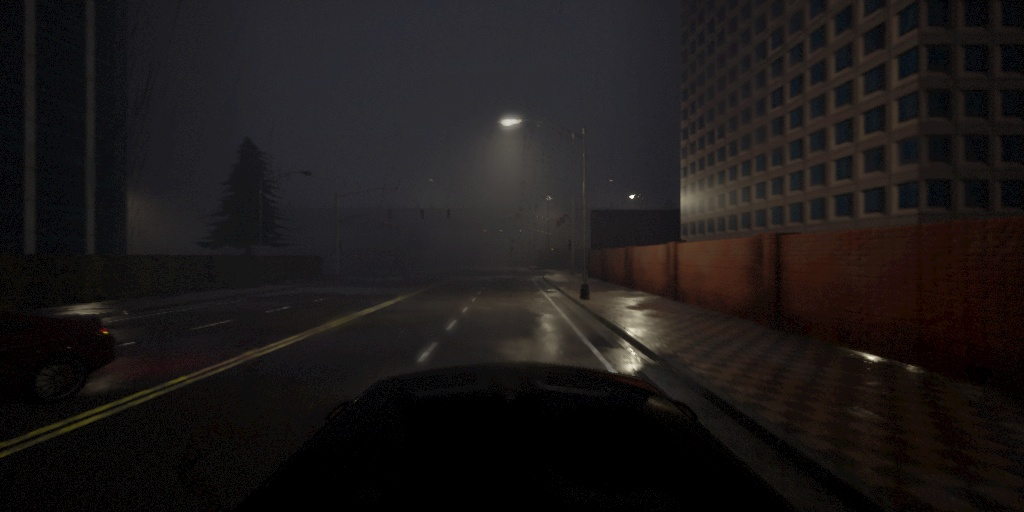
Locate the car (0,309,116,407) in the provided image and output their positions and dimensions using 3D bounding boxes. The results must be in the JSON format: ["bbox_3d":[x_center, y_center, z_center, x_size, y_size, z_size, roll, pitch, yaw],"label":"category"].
[{"bbox_3d":[-6.997,1.329,3.566,1.812,1.442,4.674,0,1,0],"label":"car"}]
